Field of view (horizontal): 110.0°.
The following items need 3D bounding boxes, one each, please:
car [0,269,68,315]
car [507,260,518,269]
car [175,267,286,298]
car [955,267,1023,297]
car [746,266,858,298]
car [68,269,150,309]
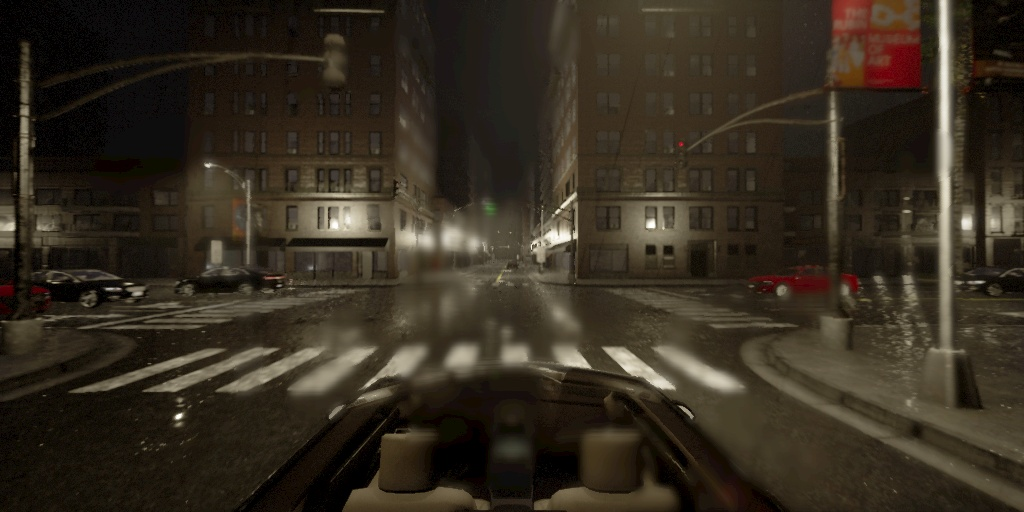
[{"bbox_3d":[-18.049,1.259,11.527,5.008,1.535,1.882,0,0,-1],"label":"car"},{"bbox_3d":[0.080,1.532,63.948,1.882,1.535,5.008,0,0,0],"label":"car"},{"bbox_3d":[-14.313,1.320,18.324,4.902,1.511,2.128,0,-1,0],"label":"car"},{"bbox_3d":[25.455,1.312,18.725,4.902,1.511,2.128,0,0,-1],"label":"car"},{"bbox_3d":[14.924,1.300,18.606,5.008,1.535,1.882,0,0,-1],"label":"car"},{"bbox_3d":[-17.893,1.296,14.779,4.902,1.511,2.128,0,0,-1],"label":"car"}]
